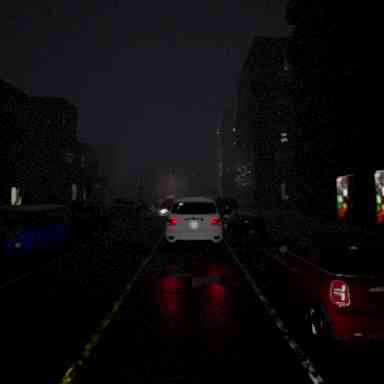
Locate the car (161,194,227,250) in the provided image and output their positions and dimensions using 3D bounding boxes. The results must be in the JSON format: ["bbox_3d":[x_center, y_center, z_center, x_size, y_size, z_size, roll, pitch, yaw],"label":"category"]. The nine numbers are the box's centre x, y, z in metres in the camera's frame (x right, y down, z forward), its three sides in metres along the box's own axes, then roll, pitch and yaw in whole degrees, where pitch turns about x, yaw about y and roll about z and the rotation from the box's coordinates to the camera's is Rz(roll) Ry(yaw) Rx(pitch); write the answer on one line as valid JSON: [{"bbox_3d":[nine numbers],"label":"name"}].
[{"bbox_3d":[0.087,1.229,14.406,2.150,2.045,5.566,0,0,0],"label":"car"}]

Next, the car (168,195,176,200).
[{"bbox_3d":[-5.653,1.589,93.296,1.887,1.381,4.507,1,0,0],"label":"car"}]

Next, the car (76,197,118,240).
[{"bbox_3d":[-5.667,1.326,17.216,2.192,1.841,5.009,1,0,0],"label":"car"}]

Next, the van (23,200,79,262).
[{"bbox_3d":[-5.669,1.349,11.809,1.690,1.788,3.998,1,0,0],"label":"van"}]

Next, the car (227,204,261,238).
[{"bbox_3d":[2.708,1.561,17.206,2.008,1.369,4.403,1,0,0],"label":"car"}]

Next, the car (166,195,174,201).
[{"bbox_3d":[-5.731,1.587,87.614,1.887,1.381,4.507,1,0,0],"label":"car"}]

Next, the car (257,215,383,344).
[{"bbox_3d":[2.708,1.445,6.393,1.967,1.590,4.097,1,0,0],"label":"car"}]

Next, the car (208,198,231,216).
[{"bbox_3d":[2.714,1.459,33.428,1.967,1.590,4.097,1,0,0],"label":"car"}]

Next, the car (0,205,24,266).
[{"bbox_3d":[-5.670,1.319,6.401,2.192,1.841,5.009,1,0,0],"label":"car"}]

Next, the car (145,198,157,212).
[{"bbox_3d":[-5.664,1.461,38.845,1.967,1.590,4.097,1,0,0],"label":"car"}]

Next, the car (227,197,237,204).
[{"bbox_3d":[2.715,1.331,28.021,2.192,1.841,5.009,1,0,0],"label":"car"}]

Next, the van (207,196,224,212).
[{"bbox_3d":[2.717,1.362,38.835,1.690,1.788,3.998,1,0,0],"label":"van"}]

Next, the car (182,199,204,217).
[{"bbox_3d":[0.096,1.495,32.077,1.882,1.535,5.008,0,0,0],"label":"car"}]

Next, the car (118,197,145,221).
[{"bbox_3d":[-5.665,1.331,28.030,2.192,1.841,5.009,1,0,0],"label":"car"}]

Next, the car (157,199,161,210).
[{"bbox_3d":[-3.076,1.587,44.089,1.994,1.385,4.181,0,0,0],"label":"car"}]
